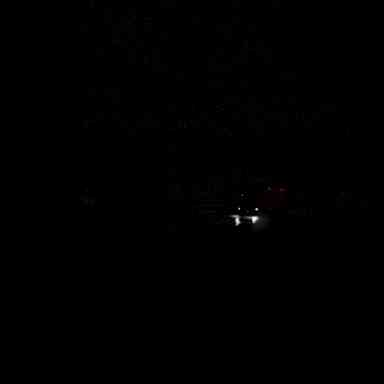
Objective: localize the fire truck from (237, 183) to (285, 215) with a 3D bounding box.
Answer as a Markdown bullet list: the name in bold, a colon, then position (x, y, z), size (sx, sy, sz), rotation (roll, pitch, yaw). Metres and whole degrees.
- **fire truck**: position (8.845, 0.845, 41.625), size (2.891, 3.827, 8.468), rotation (1, 0, 35)
